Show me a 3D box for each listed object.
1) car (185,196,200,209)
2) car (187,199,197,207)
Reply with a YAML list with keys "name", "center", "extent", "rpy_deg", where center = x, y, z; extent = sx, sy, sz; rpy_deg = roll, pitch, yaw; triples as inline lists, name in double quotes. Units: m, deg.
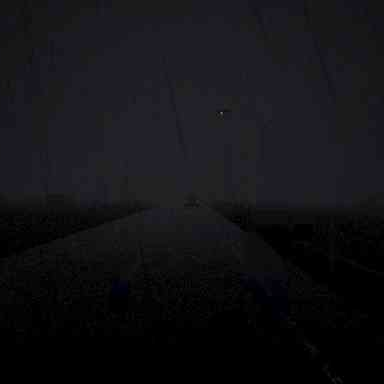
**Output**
- name: "car"
  center: [0.015, 1.669, 52.652]
  extent: [2.150, 2.045, 5.566]
  rpy_deg: [0, 0, 0]
- name: "car"
  center: [0.018, 2.063, 63.041]
  extent: [1.812, 1.442, 4.674]
  rpy_deg: [0, 0, 0]
